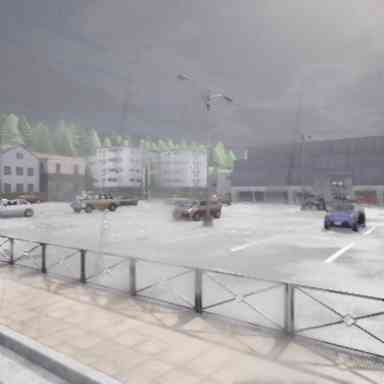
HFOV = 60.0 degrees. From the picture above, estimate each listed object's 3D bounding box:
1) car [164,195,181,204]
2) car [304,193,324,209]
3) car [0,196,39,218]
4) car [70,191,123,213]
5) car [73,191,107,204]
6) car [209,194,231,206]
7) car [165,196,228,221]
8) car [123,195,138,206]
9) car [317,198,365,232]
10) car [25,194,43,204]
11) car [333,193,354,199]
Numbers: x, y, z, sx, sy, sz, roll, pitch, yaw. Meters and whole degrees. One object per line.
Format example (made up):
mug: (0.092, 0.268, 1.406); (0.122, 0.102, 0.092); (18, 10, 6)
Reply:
car: (-2.195, 1.161, 48.057); (1.970, 1.475, 3.806); (0, 0, 35)
car: (13.700, 1.053, 37.261); (1.905, 1.878, 3.866); (0, 0, 35)
car: (-14.187, 1.297, 25.266); (1.970, 1.475, 3.806); (0, 0, 35)
car: (-9.336, 1.034, 32.220); (1.932, 1.855, 4.605); (0, 0, 35)
car: (-17.977, 0.911, 58.761); (2.150, 2.045, 5.566); (0, 0, 35)
car: (3.239, 1.098, 44.627); (2.152, 1.636, 5.027); (0, 0, 35)
car: (0.439, 1.265, 24.467); (2.007, 1.523, 4.514); (0, 0, 35)
car: (-9.248, 1.217, 44.402); (2.007, 1.523, 4.514); (0, 0, 35)
car: (8.585, 1.311, 18.679); (1.845, 1.501, 3.633); (0, 0, 35)
car: (-26.348, 1.159, 52.997); (1.882, 1.535, 5.008); (0, 0, 35)
car: (16.313, 1.080, 35.925); (1.932, 1.855, 4.605); (0, 0, 35)
